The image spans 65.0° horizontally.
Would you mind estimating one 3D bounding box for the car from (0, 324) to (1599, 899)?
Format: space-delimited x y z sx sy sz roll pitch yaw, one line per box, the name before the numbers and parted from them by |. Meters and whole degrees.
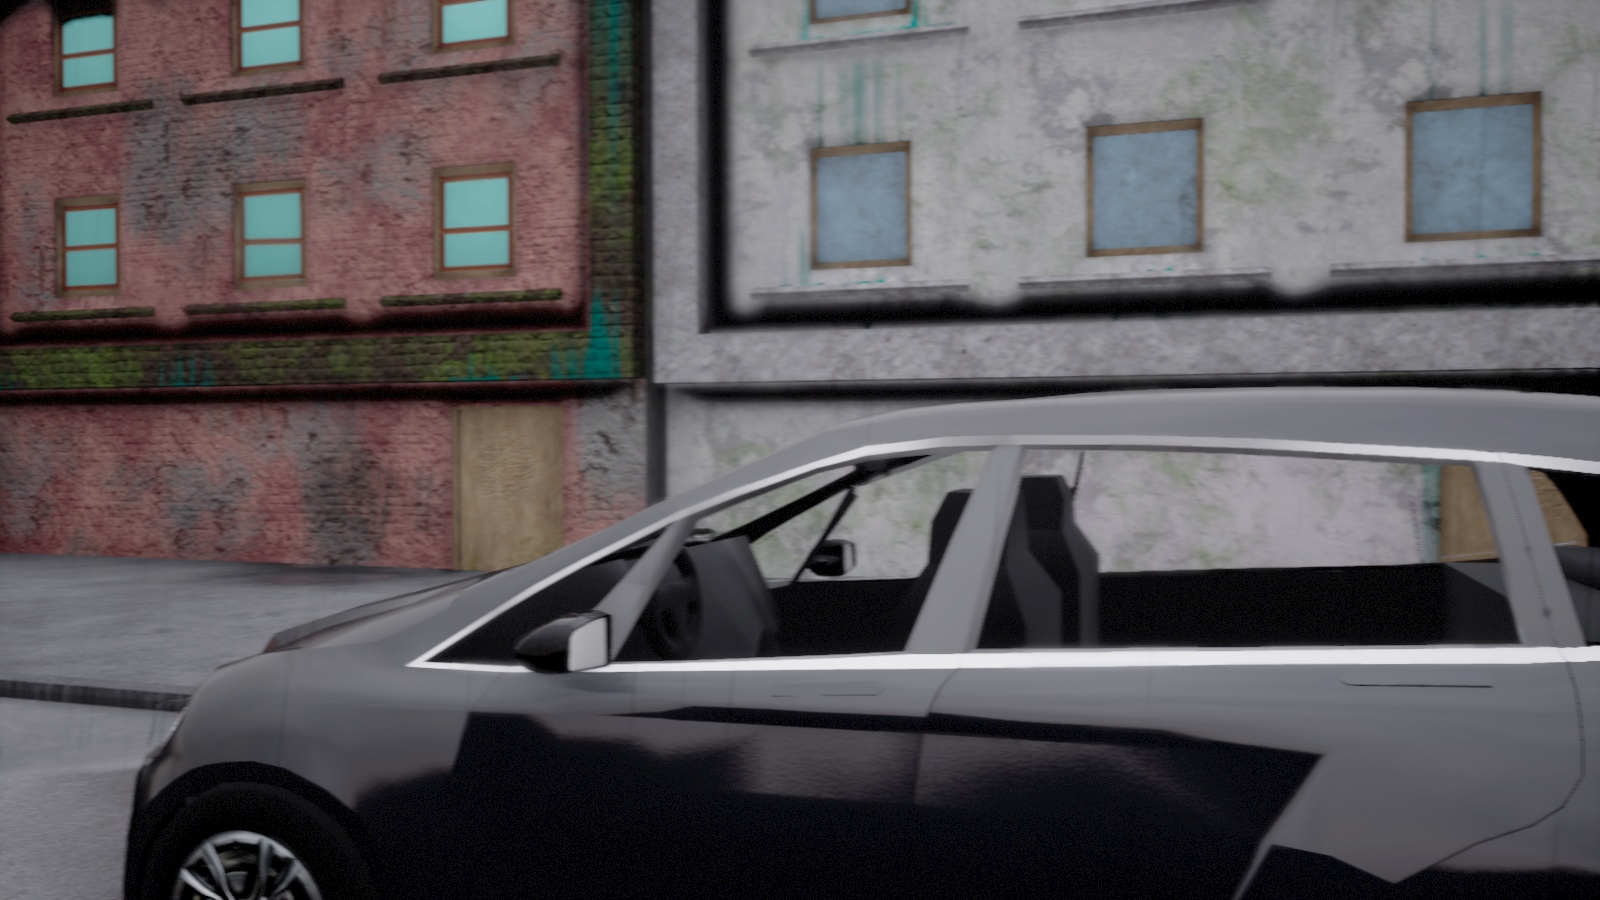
car | 0.368 0.610 3.593 4.611 1.667 2.242 0 1 19
